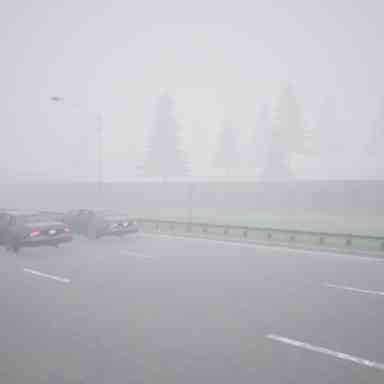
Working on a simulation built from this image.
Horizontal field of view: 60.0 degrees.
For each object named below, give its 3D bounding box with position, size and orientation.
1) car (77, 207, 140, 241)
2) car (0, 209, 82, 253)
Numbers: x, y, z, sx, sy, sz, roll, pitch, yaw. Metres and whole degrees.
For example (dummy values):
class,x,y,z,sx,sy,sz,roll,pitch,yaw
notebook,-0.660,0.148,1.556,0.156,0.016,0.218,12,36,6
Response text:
class,x,y,z,sx,sy,sz,roll,pitch,yaw
car,-4.970,1.460,16.135,5.357,1.411,2.033,0,0,35
car,-7.011,1.460,13.291,5.357,1.411,2.033,0,0,35
